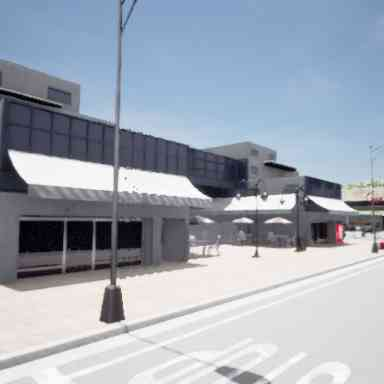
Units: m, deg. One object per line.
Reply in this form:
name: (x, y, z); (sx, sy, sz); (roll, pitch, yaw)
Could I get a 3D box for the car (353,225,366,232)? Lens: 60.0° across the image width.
car: (41.950, 9.121, 83.137); (1.970, 1.475, 3.806); (-4, -7, 42)

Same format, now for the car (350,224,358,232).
car: (36.289, 8.270, 76.876); (1.932, 1.855, 4.605); (-4, -7, 42)

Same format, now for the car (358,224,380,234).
car: (34.716, 7.393, 64.827); (2.007, 1.523, 4.514); (-4, -7, 42)

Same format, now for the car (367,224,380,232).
car: (44.006, 8.612, 80.488); (1.905, 1.878, 3.866); (-4, -7, 42)

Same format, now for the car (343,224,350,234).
car: (27.270, 7.043, 62.079); (1.970, 1.475, 3.806); (-4, -7, 42)
